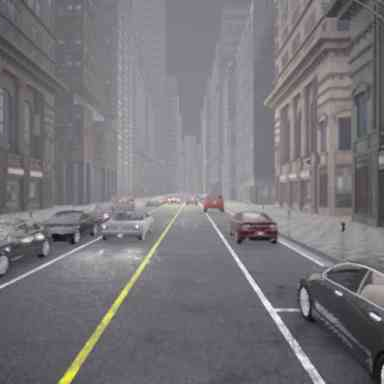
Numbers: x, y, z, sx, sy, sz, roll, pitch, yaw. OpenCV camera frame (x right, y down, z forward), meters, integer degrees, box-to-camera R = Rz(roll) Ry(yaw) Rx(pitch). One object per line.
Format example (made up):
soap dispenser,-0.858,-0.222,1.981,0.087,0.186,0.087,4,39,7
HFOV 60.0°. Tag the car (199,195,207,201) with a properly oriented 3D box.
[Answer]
car,2.774,1.512,82.893,1.887,1.381,4.507,0,0,0

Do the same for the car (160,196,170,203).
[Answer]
car,-5.752,1.516,71.680,1.887,1.381,4.507,0,0,0

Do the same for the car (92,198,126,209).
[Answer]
car,-5.757,1.430,21.264,1.967,1.590,4.097,0,0,0

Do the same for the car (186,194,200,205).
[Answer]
car,0.006,1.540,56.755,1.994,1.385,4.181,0,0,0

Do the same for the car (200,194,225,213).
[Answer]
car,2.398,1.210,37.387,2.150,2.045,5.566,0,0,0

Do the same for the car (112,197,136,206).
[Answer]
car,-5.756,1.302,26.865,2.192,1.841,5.009,0,0,0

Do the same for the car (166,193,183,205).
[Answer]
car,-3.051,1.328,57.197,2.097,1.767,4.553,0,0,0

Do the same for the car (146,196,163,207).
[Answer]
car,-5.755,1.560,49.272,1.802,1.307,4.206,0,0,0

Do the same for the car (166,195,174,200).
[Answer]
car,-5.751,1.548,88.485,1.802,1.307,4.206,0,0,0

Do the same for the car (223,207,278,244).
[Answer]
car,2.767,1.537,15.667,1.887,1.381,4.507,0,0,0

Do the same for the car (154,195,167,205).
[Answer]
car,-5.753,1.415,60.476,1.967,1.590,4.097,0,0,0

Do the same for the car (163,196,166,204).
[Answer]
car,-5.754,1.502,54.704,1.752,1.417,4.829,0,0,0

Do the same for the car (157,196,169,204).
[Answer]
car,-5.753,1.518,66.078,1.887,1.381,4.507,0,0,0

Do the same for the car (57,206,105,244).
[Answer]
car,-5.758,1.558,15.662,1.947,1.339,4.313,0,0,0

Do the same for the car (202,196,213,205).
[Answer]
car,2.772,1.519,60.484,1.887,1.381,4.507,0,0,0

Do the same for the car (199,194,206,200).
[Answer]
car,2.775,1.406,88.494,1.967,1.590,4.097,0,0,0

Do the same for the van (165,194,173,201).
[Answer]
van,-5.751,1.309,82.884,1.690,1.788,3.998,0,0,0

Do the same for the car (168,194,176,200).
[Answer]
car,-5.750,1.405,94.087,1.967,1.590,4.097,0,0,0

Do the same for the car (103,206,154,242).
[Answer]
car,-3.099,1.593,16.603,1.895,1.301,4.718,0,0,0

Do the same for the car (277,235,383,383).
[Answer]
car,2.766,1.548,4.462,2.008,1.369,4.403,0,0,0

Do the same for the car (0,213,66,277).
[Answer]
car,-5.759,1.546,10.060,2.008,1.369,4.403,0,0,0
